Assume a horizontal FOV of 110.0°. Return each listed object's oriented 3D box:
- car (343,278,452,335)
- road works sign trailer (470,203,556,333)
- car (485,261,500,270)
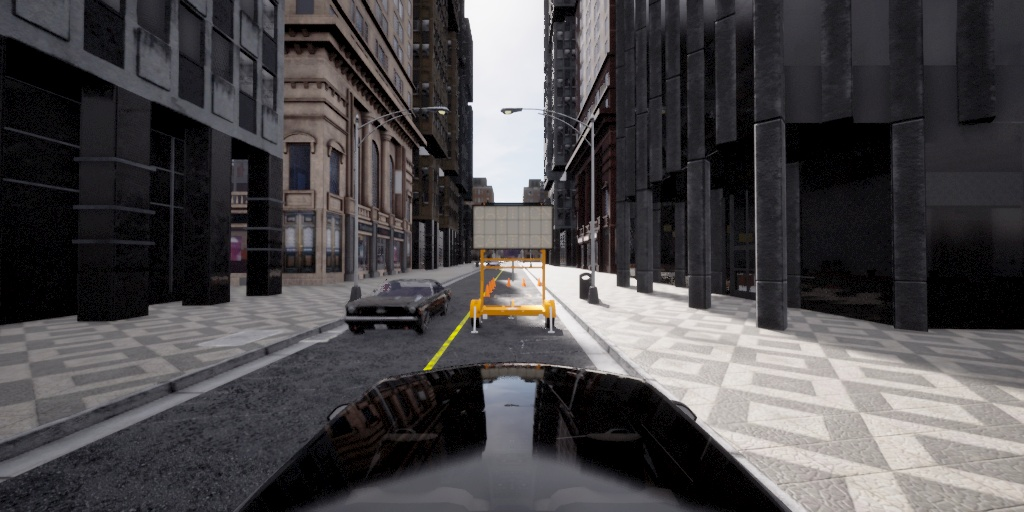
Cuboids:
[{"bbox_3d":[-3.075,1.353,10.623,1.895,1.301,4.718,0,0,0],"label":"car"},{"bbox_3d":[0.027,0.217,10.723,2.380,3.560,2.880,0,0,0],"label":"road works sign trailer"},{"bbox_3d":[-2.930,1.381,54.933,1.994,1.385,4.181,0,0,0],"label":"car"}]
